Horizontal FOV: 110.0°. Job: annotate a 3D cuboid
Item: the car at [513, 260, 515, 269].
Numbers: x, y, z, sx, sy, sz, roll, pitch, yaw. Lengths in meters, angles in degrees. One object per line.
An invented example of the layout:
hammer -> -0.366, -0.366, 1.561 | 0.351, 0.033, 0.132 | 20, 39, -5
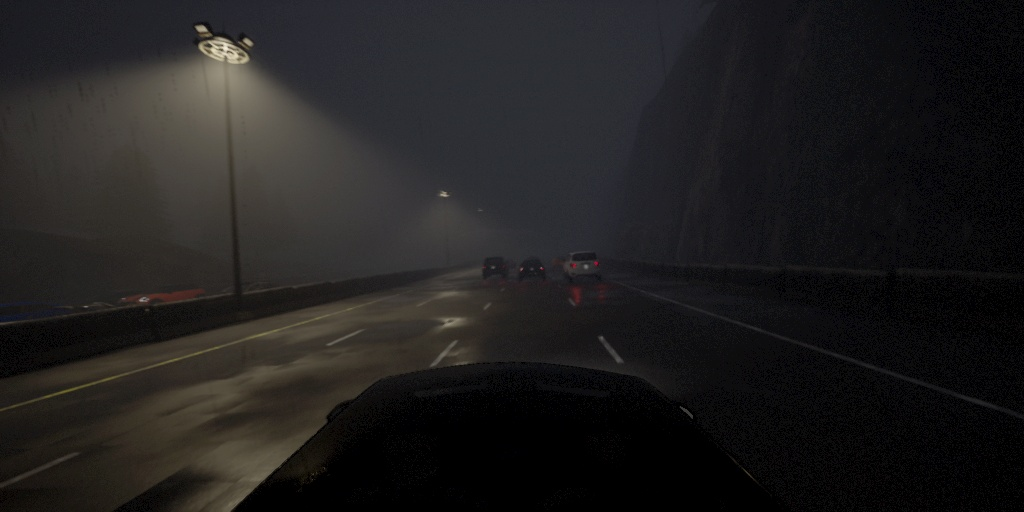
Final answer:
car -> -0.369, 1.182, 52.561 | 1.994, 1.385, 4.181 | -4, 1, 4

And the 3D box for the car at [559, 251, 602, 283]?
car -> 4.862, 0.688, 25.317 | 2.150, 2.045, 5.566 | -4, 0, 4

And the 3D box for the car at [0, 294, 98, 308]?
car -> -20.368, 2.640, 14.167 | 1.882, 1.535, 5.008 | -4, 0, 4

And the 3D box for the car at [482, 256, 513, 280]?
car -> -1.514, 1.080, 34.592 | 2.150, 2.045, 5.566 | -4, 1, 4

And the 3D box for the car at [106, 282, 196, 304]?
car -> -23.274, 2.708, 24.004 | 2.097, 1.767, 4.553 | -4, 0, 4

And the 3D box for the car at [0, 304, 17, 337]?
car -> -23.848, 2.955, 14.388 | 1.994, 1.385, 4.181 | -4, 0, 4

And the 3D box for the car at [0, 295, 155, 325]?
car -> -16.912, 2.525, 13.439 | 1.895, 1.301, 4.718 | -4, 0, 4

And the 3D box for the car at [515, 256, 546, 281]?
car -> 1.664, 1.016, 29.653 | 2.097, 1.767, 4.553 | -4, 0, 4

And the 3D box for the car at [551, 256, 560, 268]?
car -> 6.274, 0.708, 47.002 | 1.882, 1.535, 5.008 | -4, 1, 4

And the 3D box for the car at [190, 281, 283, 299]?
car -> -16.395, 2.388, 22.188 | 2.128, 1.511, 4.902 | -4, 0, 4

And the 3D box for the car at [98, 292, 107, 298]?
car -> -26.756, 3.095, 24.123 | 1.837, 1.490, 4.892 | -4, 0, 4
